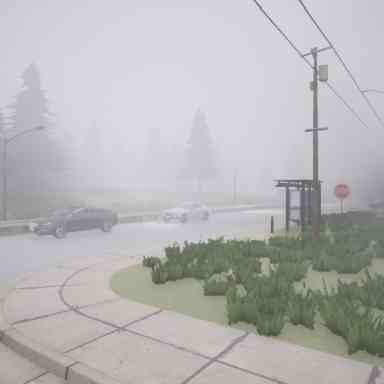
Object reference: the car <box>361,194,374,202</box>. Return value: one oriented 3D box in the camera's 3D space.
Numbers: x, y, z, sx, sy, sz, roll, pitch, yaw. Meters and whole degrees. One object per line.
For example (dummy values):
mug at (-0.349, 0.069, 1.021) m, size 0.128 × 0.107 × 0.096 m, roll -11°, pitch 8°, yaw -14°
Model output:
car at (40.389, 1.355, 76.486) m, size 2.097 × 1.767 × 4.553 m, roll 0°, pitch 0°, yaw 36°

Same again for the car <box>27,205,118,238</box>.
car at (-6.184, 1.492, 17.782) m, size 2.128 × 1.511 × 4.902 m, roll 0°, pitch 0°, yaw 36°

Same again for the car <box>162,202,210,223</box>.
car at (-0.340, 1.526, 25.856) m, size 1.812 × 1.442 × 4.674 m, roll 0°, pitch 0°, yaw 36°
